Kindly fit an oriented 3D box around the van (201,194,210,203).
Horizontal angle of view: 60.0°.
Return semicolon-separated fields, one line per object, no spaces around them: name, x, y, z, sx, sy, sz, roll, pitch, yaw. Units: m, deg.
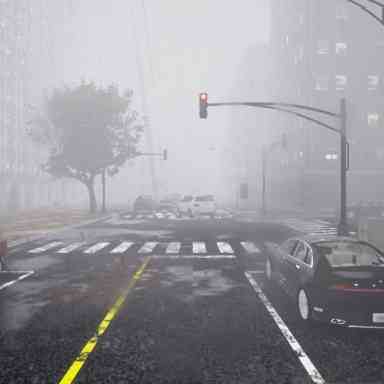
van;2.889;1.402;72.430;1.690;1.788;3.998;0;0;0

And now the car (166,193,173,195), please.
car;-2.887;1.264;59.696;2.150;2.045;5.566;0;0;3

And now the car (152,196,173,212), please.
car;-2.995;1.568;38.600;2.033;1.411;5.357;0;0;0

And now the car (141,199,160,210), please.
car;-5.568;1.592;44.839;1.947;1.339;4.313;0;0;0

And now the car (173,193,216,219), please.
car;0.332;1.232;30.056;2.150;2.045;5.566;-2;0;-19

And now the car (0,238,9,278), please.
car;-5.673;1.545;6.928;1.887;1.381;4.507;0;0;0

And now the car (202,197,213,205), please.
car;2.859;1.611;61.384;1.947;1.339;4.313;0;0;0

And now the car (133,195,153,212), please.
car;-5.584;1.336;39.316;2.192;1.841;5.009;0;0;0

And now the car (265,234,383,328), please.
car;2.707;1.551;6.904;2.008;1.369;4.403;0;0;0

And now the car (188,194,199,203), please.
car;0.292;1.407;68.699;2.097;1.767;4.553;0;0;0

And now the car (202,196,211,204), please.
car;2.875;1.578;67.076;1.752;1.417;4.829;0;0;0

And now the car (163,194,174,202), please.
car;-5.476;1.386;77.976;2.192;1.841;5.009;0;0;0

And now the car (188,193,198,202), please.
car;0.218;1.298;78.855;2.150;2.045;5.566;0;0;0

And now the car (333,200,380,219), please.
car;13.497;1.350;26.280;4.403;1.369;2.008;-1;1;0

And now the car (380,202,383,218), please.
car;16.260;1.326;23.720;4.181;1.385;1.994;-1;0;0
